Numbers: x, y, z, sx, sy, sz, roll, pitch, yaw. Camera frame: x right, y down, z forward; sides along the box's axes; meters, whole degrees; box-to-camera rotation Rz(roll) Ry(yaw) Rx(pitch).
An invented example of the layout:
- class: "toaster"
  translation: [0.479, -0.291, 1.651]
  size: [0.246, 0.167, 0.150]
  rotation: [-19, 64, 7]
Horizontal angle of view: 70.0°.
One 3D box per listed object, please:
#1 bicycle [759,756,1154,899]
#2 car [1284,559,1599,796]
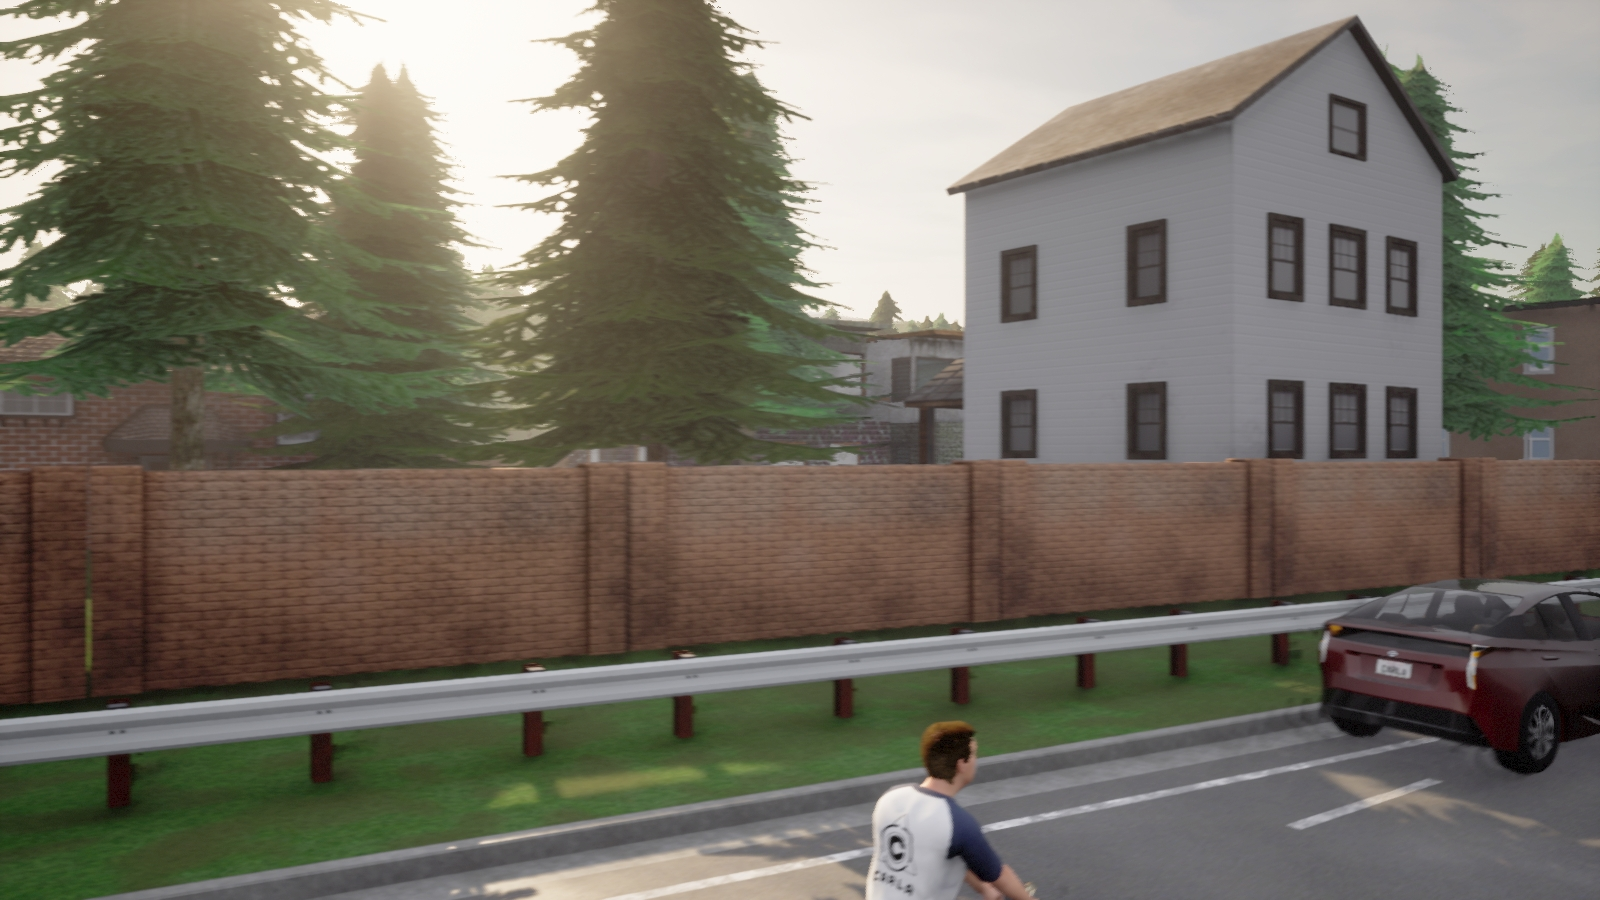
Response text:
- class: "bicycle"
  translation: [0.639, 2.056, 4.288]
  size: [1.643, 1.496, 0.373]
  rotation: [0, 0, -34]
- class: "car"
  translation: [7.085, 2.040, 11.310]
  size: [4.514, 1.525, 2.007]
  rotation: [0, 0, -32]
